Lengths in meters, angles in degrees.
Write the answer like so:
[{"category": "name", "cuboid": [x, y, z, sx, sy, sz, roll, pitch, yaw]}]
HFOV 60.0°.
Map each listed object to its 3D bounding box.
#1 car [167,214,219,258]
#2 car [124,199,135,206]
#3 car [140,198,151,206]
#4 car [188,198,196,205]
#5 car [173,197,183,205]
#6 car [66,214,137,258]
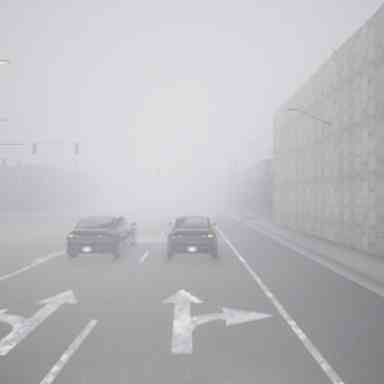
[{"category": "car", "cuboid": [0.024, 1.660, 13.480, 1.837, 1.490, 4.892, 0, 0, 0]}, {"category": "car", "cuboid": [-13.988, 2.364, 74.779, 2.128, 1.511, 4.902, 0, -1, 0]}, {"category": "car", "cuboid": [-10.488, 2.197, 75.009, 2.097, 1.767, 4.553, 0, -1, 0]}, {"category": "car", "cuboid": [0.014, 2.250, 81.534, 2.097, 1.767, 4.553, 0, -1, 0]}, {"category": "car", "cuboid": [-3.486, 2.125, 81.592, 2.150, 2.045, 5.566, 0, -1, 0]}, {"category": "car", "cuboid": [-3.475, 1.660, 13.483, 1.837, 1.490, 4.892, 0, 0, 0]}]
